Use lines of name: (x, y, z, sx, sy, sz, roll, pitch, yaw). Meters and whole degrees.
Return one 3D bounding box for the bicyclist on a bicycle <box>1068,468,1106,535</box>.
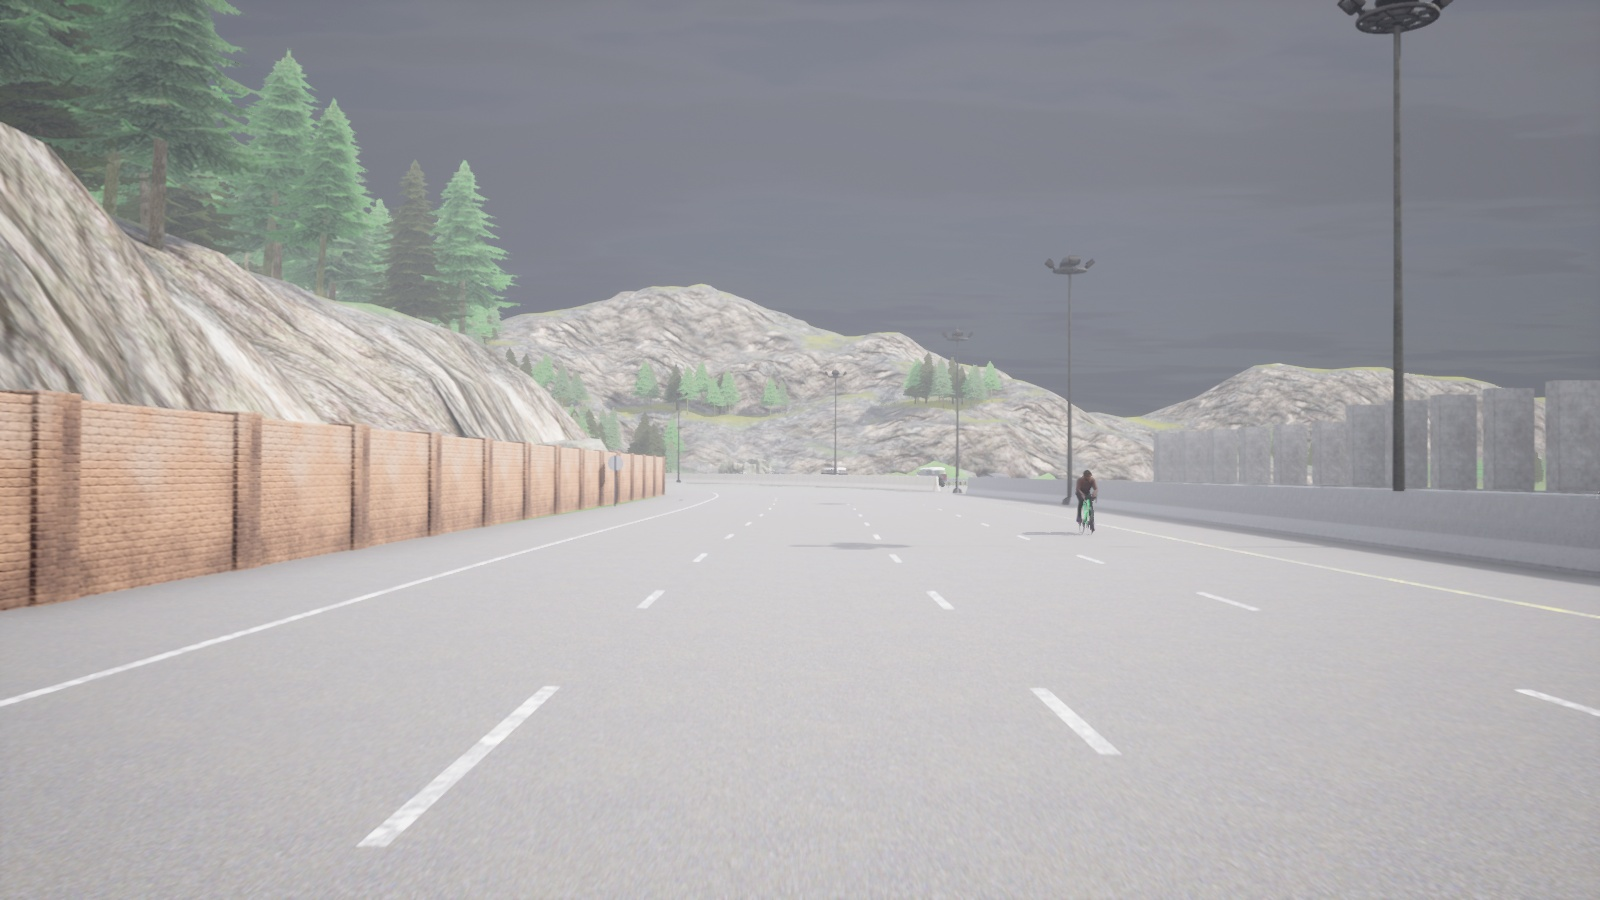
bicyclist on a bicycle: (7.116, 1.261, 31.159, 0.582, 1.620, 1.656, 0, -1, 1)
